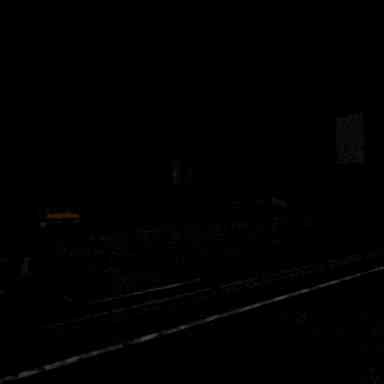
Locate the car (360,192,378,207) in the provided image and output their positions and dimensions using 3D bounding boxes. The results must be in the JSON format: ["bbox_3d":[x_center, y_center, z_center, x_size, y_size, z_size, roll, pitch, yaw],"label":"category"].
[{"bbox_3d":[18.787,1.060,39.906,1.946,1.575,5.366,-1,0,-36],"label":"car"}]

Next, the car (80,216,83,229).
[{"bbox_3d":[-8.300,1.428,20.532,1.946,1.575,5.366,-1,0,-36],"label":"car"}]

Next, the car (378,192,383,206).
[{"bbox_3d":[20.921,1.064,41.698,2.163,1.488,4.792,-1,0,-36],"label":"car"}]

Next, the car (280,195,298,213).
[{"bbox_3d":[7.396,1.253,31.984,2.002,1.452,4.674,-1,0,-36],"label":"car"}]

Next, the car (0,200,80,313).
[{"bbox_3d":[-4.591,1.231,7.297,2.435,2.045,5.566,-1,0,-36],"label":"car"}]

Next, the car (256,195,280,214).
[{"bbox_3d":[5.140,1.243,30.367,2.097,1.535,5.008,-1,0,-36],"label":"car"}]

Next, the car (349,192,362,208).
[{"bbox_3d":[16.406,1.122,38.468,2.163,1.488,4.792,-1,0,-36],"label":"car"}]

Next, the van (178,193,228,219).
[{"bbox_3d":[0.552,1.080,27.235,1.878,1.987,4.442,-1,0,-36],"label":"van"}]

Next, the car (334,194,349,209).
[{"bbox_3d":[14.170,1.124,36.825,2.231,1.521,4.892,-1,0,-36],"label":"car"}]

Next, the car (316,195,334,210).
[{"bbox_3d":[11.906,1.152,35.220,2.097,1.535,5.008,-1,0,-36],"label":"car"}]

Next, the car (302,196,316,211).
[{"bbox_3d":[9.632,1.057,33.625,2.185,1.767,4.553,-1,0,-36],"label":"car"}]

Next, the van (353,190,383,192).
[{"bbox_3d":[23.260,0.779,43.190,1.878,1.987,4.442,-1,0,-36],"label":"van"}]

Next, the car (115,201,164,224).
[{"bbox_3d":[-3.875,1.398,23.889,2.163,1.488,4.792,-1,0,-36],"label":"car"}]

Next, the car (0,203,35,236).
[{"bbox_3d":[-10.682,1.492,19.092,2.163,1.488,4.792,-1,0,-36],"label":"car"}]

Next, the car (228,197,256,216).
[{"bbox_3d":[2.880,1.315,28.753,2.002,1.452,4.674,-1,0,-36],"label":"car"}]
